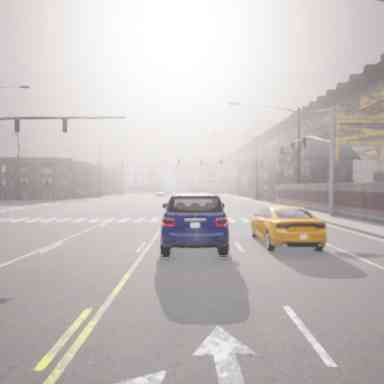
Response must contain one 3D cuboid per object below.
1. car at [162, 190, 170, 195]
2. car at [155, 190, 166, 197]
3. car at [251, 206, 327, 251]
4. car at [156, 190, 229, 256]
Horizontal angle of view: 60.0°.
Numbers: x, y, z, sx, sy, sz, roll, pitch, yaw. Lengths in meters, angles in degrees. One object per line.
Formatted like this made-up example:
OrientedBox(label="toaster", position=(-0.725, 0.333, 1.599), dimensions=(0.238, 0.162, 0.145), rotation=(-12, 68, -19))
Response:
OrientedBox(label="car", position=(-7.001, 0.157, 89.868), dimensions=(1.895, 1.301, 4.718), rotation=(0, 1, 0))
OrientedBox(label="car", position=(-6.998, 0.353, 74.264), dimensions=(2.033, 1.411, 5.357), rotation=(0, 1, 0))
OrientedBox(label="car", position=(3.564, 1.267, 13.073), dimensions=(1.882, 1.535, 5.008), rotation=(0, 0, 0))
OrientedBox(label="car", position=(0.061, 1.021, 12.258), dimensions=(2.150, 2.045, 5.566), rotation=(0, 1, -1))
